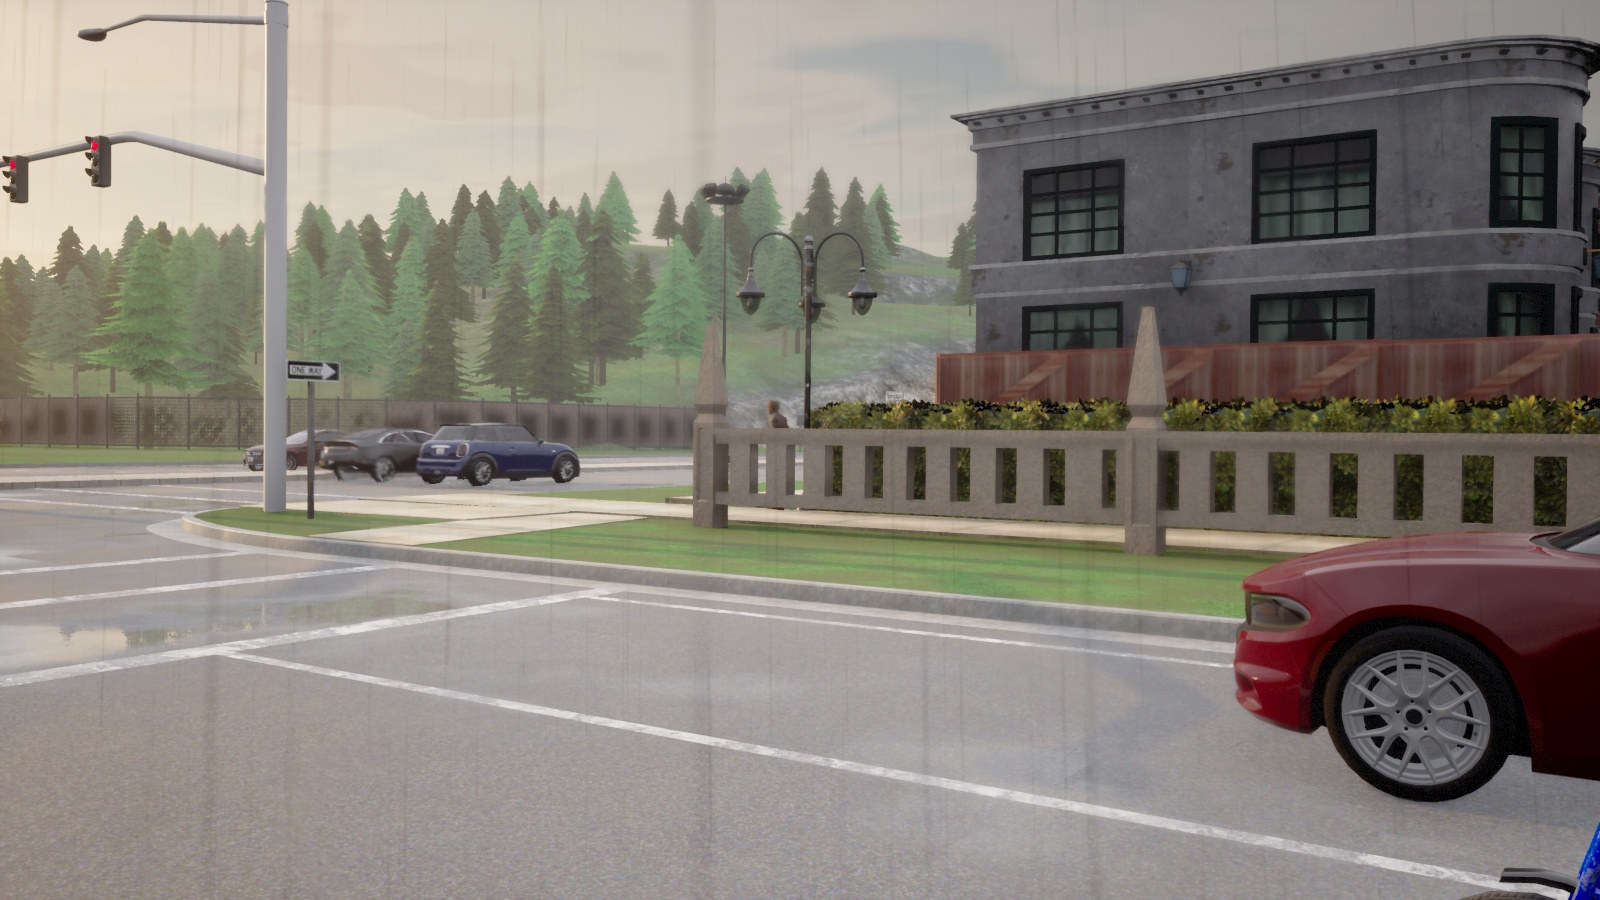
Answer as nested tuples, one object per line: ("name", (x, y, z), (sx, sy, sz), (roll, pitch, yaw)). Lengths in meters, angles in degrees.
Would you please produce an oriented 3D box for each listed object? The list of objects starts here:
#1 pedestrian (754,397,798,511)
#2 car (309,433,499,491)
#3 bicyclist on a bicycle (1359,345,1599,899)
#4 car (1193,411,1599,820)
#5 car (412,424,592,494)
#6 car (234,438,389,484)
("pedestrian", (-0.401, 0.063, 20.548), (0.634, 1.846, 0.331), (0, 1, 37))
("car", (-11.217, 0.299, 35.920), (2.128, 1.511, 4.902), (0, 1, 34))
("bicyclist on a bicycle", (1.935, 0.618, 2.330), (1.509, 1.612, 0.866), (0, 1, 34))
("car", (4.346, 0.602, 4.939), (5.008, 1.535, 1.882), (0, 1, 34))
("car", (-8.049, 0.194, 34.354), (2.097, 1.767, 4.553), (0, 1, 34))
("car", (-16.435, 0.326, 42.475), (1.812, 1.442, 4.674), (0, 1, 34))
